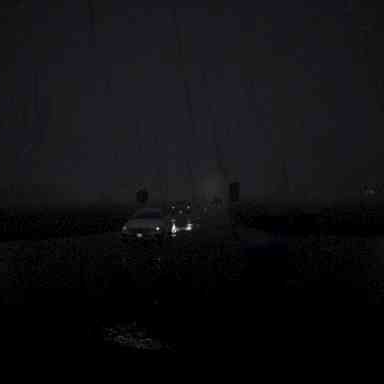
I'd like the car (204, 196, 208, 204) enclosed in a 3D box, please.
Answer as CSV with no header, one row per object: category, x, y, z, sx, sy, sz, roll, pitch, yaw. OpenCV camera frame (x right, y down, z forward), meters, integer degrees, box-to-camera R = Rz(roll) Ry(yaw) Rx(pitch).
car,2.006,1.469,63.478,1.812,1.442,4.674,0,0,6

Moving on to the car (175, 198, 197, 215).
car,-0.905,1.556,33.415,1.895,1.301,4.718,0,0,4

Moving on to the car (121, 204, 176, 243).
car,-2.039,1.505,16.034,1.812,1.442,4.674,0,0,3

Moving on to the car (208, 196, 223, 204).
car,4.542,1.455,60.380,2.033,1.411,5.357,0,0,6

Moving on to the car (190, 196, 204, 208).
car,0.283,1.457,47.483,1.812,1.442,4.674,0,0,6
